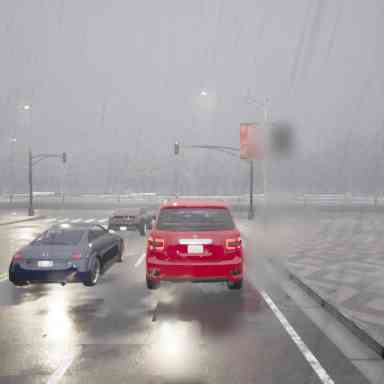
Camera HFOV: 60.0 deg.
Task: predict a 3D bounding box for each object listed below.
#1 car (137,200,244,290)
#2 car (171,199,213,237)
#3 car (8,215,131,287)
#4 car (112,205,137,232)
[{"bbox_3d":[0.044,1.214,9.222,2.150,2.045,5.566,0,0,-1],"label":"car"},{"bbox_3d":[-0.025,1.338,18.813,2.097,1.767,4.553,0,0,0],"label":"car"},{"bbox_3d":[-3.216,1.557,9.365,1.994,1.385,4.181,0,0,1],"label":"car"},{"bbox_3d":[-3.275,1.491,18.266,1.837,1.490,4.892,0,0,0],"label":"car"}]
